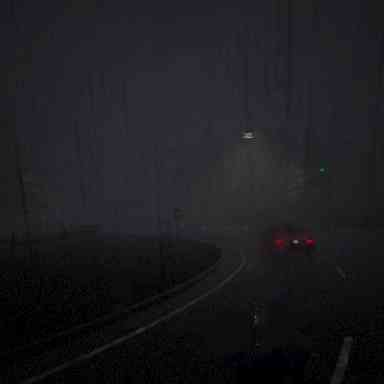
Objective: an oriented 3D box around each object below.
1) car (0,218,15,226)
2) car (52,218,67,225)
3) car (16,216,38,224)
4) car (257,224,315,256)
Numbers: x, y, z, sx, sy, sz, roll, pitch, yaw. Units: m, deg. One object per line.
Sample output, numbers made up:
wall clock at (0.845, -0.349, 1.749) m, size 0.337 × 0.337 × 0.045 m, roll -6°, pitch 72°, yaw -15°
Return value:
car at (-43.343, 6.710, 76.951) m, size 2.150 × 2.045 × 5.566 m, roll 1°, pitch -4°, yaw -42°
car at (-27.993, 6.194, 70.395) m, size 1.812 × 1.442 × 4.674 m, roll 1°, pitch -4°, yaw -42°
car at (-37.954, 6.508, 76.206) m, size 2.150 × 2.045 × 5.566 m, roll 1°, pitch -4°, yaw -42°
car at (4.621, 2.348, 16.995) m, size 2.033 × 1.411 × 5.357 m, roll -2°, pitch -3°, yaw 2°
